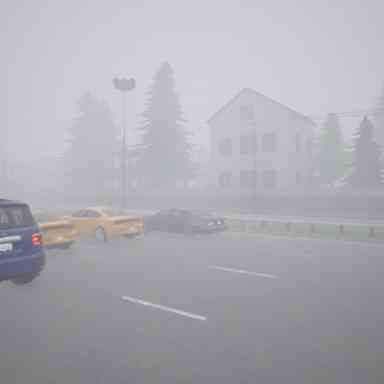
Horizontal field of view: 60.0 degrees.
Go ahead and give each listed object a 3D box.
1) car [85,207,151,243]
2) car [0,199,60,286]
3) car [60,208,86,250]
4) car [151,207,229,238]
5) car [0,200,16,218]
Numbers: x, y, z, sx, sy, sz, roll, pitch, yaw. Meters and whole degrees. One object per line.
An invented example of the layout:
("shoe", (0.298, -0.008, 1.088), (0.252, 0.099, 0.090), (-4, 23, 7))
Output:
("car", (-4.578, 1.440, 15.845), (5.008, 1.535, 1.882), (1, 0, 36))
("car", (-5.883, 1.192, 8.164), (5.566, 2.045, 2.150), (0, 0, 36))
("car", (-6.592, 1.440, 12.982), (5.008, 1.535, 1.882), (1, 0, 36))
("car", (-0.723, 1.517, 17.389), (5.357, 1.411, 2.033), (0, 0, 36))
("car", (-17.673, 1.472, 29.495), (4.181, 1.385, 1.994), (0, 0, 36))
